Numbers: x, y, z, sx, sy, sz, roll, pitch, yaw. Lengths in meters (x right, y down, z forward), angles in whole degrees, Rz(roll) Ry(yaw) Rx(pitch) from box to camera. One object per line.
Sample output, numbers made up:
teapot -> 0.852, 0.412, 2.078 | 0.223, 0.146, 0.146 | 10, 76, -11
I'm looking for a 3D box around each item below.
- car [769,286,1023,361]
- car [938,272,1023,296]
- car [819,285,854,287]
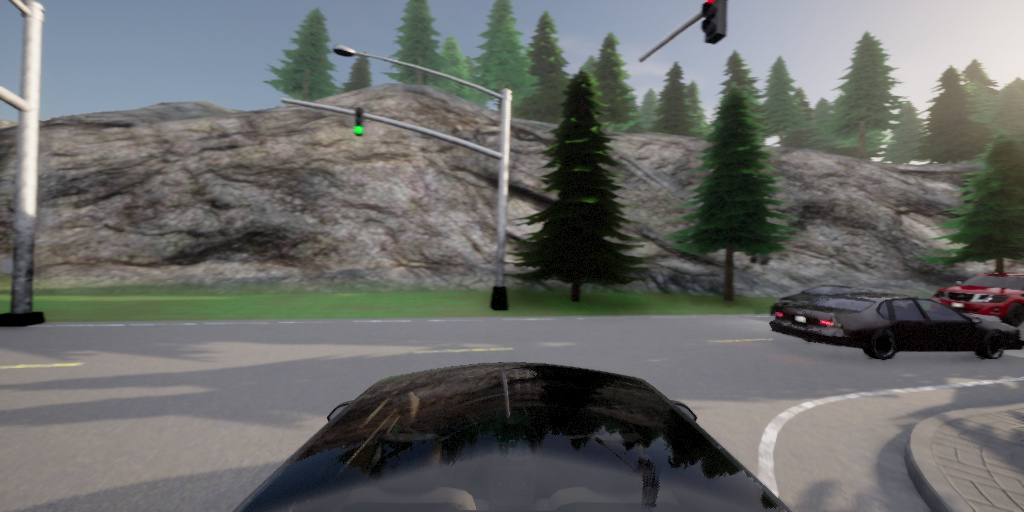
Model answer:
car -> 9.359, 1.638, 8.894 | 5.357, 1.411, 2.033 | 2, 0, -8
car -> 20.686, 1.717, 14.877 | 5.566, 2.045, 2.150 | 2, 0, -9
car -> 11.572, 1.741, 12.776 | 4.181, 1.385, 1.994 | 2, 0, -14
